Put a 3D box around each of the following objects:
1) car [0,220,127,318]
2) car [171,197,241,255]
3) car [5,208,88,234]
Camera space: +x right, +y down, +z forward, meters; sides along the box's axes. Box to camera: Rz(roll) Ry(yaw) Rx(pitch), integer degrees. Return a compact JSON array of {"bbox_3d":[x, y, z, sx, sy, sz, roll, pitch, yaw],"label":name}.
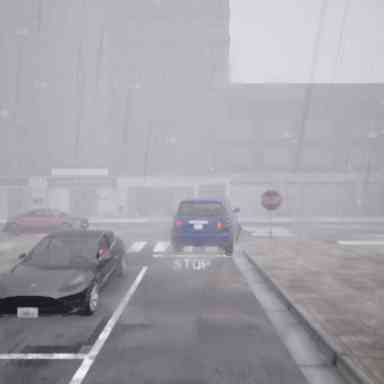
[{"bbox_3d":[-2.642,1.568,7.522,1.947,1.339,4.313,0,0,0],"label":"car"},{"bbox_3d":[0.725,1.228,13.634,2.150,2.045,5.566,0,0,11],"label":"car"},{"bbox_3d":[-7.784,1.586,18.122,4.181,1.385,1.994,0,0,0],"label":"car"}]
